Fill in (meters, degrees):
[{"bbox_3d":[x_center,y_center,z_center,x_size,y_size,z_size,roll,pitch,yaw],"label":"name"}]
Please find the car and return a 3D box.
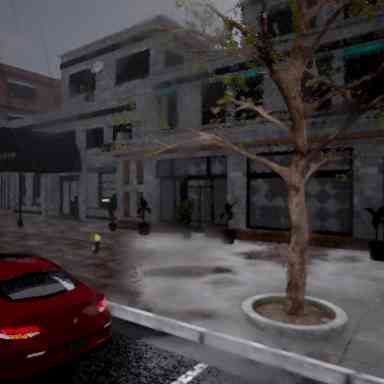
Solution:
[{"bbox_3d":[-2.996,1.596,5.008,4.206,1.307,1.802,0,0,36],"label":"car"}]
